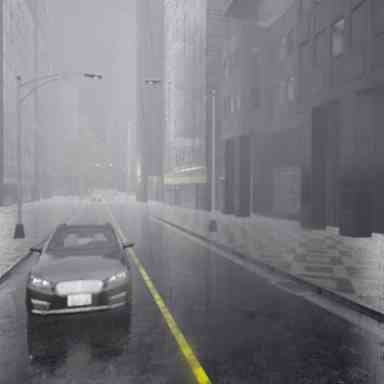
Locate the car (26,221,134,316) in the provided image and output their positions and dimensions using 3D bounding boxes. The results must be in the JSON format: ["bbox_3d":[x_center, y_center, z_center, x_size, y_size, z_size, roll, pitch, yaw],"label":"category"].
[{"bbox_3d":[-2.493,1.486,7.766,2.128,1.511,4.902,0,0,-16],"label":"car"}]

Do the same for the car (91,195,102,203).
[{"bbox_3d":[-19.019,1.371,66.339,2.128,1.511,4.902,0,0,-16],"label":"car"}]
